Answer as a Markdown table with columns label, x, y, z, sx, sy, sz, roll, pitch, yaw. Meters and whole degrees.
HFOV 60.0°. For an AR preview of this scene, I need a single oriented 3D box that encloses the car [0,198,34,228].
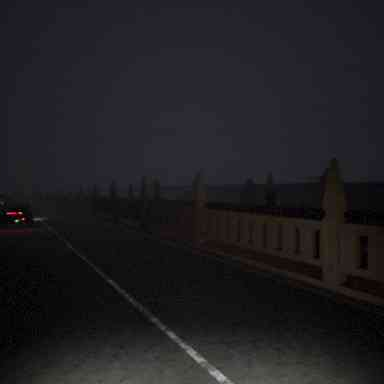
| label | x | y | z | sx | sy | sz | roll | pitch | yaw |
| --- | --- | --- | --- | --- | --- | --- | --- | --- | --- |
| car | -11.183 | 1.367 | 21.133 | 1.837 | 1.490 | 4.892 | -1 | 1 | -29 |

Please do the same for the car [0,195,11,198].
| label | x | y | z | sx | sy | sz | roll | pitch | yaw |
| --- | --- | --- | --- | --- | --- | --- | --- | --- | --- |
| car | -20.309 | 1.131 | 35.431 | 2.097 | 1.767 | 4.553 | -1 | 1 | -36 |
